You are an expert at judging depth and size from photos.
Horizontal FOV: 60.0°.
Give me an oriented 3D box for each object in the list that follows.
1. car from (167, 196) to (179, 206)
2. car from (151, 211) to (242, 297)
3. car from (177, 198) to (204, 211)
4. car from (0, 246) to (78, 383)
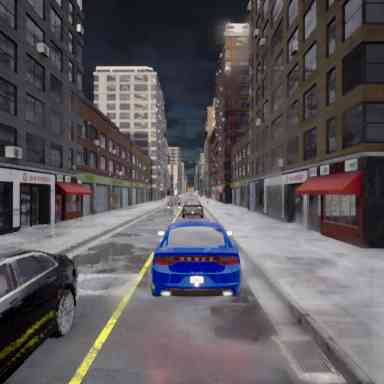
[{"bbox_3d":[-2.836,1.380,53.426,2.097,1.767,4.553,0,0,0],"label":"car"},{"bbox_3d":[0.088,1.479,8.641,1.882,1.535,5.008,0,0,0],"label":"car"},{"bbox_3d":[0.061,1.500,29.770,2.128,1.511,4.902,0,0,0],"label":"car"},{"bbox_3d":[-2.855,1.492,3.797,2.128,1.511,4.902,0,0,0],"label":"car"}]
